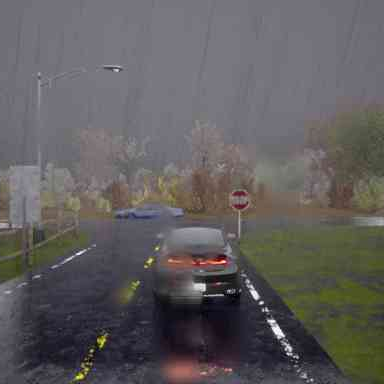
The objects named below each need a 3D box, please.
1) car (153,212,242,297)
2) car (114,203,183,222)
[{"bbox_3d":[0.109,1.504,8.526,1.837,1.490,4.892,0,0,0],"label":"car"},{"bbox_3d":[-3.249,1.548,26.041,5.357,1.411,2.033,0,0,1],"label":"car"}]
